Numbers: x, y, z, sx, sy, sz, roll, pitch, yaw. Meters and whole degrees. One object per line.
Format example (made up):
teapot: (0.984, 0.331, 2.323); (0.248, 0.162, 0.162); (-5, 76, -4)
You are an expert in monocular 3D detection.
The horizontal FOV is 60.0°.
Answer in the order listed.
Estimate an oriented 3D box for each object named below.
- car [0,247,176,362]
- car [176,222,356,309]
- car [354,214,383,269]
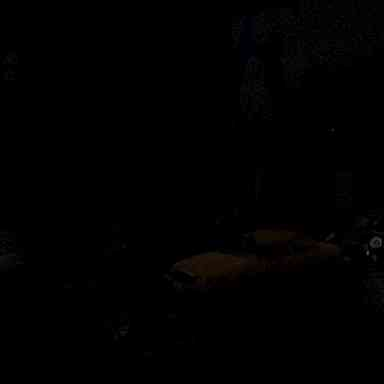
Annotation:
car: (-2.606, 1.567, 4.790); (4.313, 1.339, 1.947); (0, 0, -36)
car: (1.678, 1.538, 7.856); (4.829, 1.417, 1.752); (0, 0, -36)
car: (6.237, 1.466, 11.119); (4.097, 1.590, 1.967); (0, 0, -36)
